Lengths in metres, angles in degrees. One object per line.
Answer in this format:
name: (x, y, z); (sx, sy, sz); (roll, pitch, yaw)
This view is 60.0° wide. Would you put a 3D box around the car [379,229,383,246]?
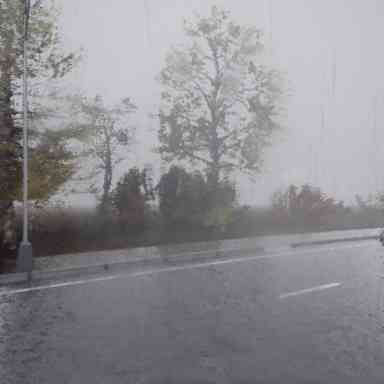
car: (9.843, 1.588, 13.711); (4.674, 1.442, 1.812); (0, 0, -27)
